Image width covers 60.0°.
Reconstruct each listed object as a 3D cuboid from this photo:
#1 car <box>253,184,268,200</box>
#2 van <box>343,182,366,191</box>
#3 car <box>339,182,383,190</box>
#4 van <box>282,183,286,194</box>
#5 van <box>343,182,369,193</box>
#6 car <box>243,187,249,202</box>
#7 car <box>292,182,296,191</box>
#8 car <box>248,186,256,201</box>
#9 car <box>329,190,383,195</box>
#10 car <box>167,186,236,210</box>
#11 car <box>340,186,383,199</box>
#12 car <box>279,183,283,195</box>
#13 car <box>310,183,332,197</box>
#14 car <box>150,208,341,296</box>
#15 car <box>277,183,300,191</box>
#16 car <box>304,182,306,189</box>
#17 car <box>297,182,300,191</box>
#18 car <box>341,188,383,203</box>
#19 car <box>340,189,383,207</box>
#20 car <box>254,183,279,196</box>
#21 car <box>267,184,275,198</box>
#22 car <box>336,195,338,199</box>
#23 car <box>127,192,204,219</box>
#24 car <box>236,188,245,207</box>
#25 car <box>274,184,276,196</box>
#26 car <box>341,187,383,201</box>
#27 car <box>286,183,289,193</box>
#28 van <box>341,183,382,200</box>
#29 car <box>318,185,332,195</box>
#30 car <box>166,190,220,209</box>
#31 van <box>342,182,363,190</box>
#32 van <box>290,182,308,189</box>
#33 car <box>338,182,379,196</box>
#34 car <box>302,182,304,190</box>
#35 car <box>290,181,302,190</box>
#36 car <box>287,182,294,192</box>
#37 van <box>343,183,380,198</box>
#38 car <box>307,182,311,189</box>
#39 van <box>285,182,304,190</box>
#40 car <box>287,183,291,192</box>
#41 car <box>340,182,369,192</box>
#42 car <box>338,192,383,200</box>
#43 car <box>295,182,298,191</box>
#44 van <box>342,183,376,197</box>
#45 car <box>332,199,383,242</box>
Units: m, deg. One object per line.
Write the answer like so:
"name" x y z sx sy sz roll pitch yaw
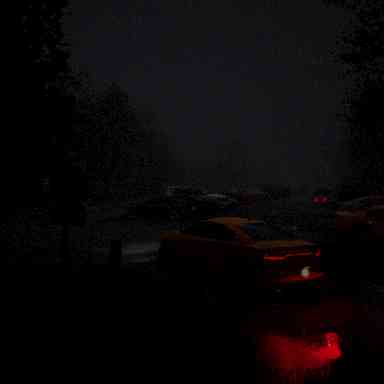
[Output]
"car" 5.931 0.212 39.943 5.366 1.575 1.946 1 3 24
"van" 36.454 -1.255 74.665 4.442 1.987 1.878 1 2 24
"car" 15.667 0.402 29.242 5.566 2.045 2.435 1 3 24
"van" 11.903 -0.484 52.315 4.442 1.987 1.878 1 2 24
"van" 31.863 -0.900 64.586 4.442 1.987 1.878 1 2 24
"car" 2.606 0.560 32.182 4.892 1.521 2.231 1 3 24
"car" 16.229 -0.621 62.549 5.366 1.575 1.946 1 2 24
"car" 3.581 0.440 34.785 5.366 1.575 1.946 1 3 24
"car" 13.177 0.872 24.305 5.366 1.575 1.946 1 3 24
"car" 0.324 0.534 27.113 5.566 2.045 2.435 1 3 24
"car" 22.528 0.036 44.369 5.008 1.535 2.097 1 2 24
"car" 10.673 -0.141 49.835 4.792 1.488 2.163 1 2 24
"car" 18.427 -0.060 47.293 2.128 1.511 4.902 1 2 24
"car" 0.898 1.383 8.501 1.882 1.535 5.008 2 -1 -31
"car" 20.970 -1.096 72.581 4.553 1.767 2.185 1 2 24
"car" 23.294 -1.148 77.625 5.008 1.535 2.097 1 2 24
"car" 18.692 -0.792 67.525 4.892 1.521 2.231 1 2 24
"car" 19.162 0.348 36.923 4.792 1.488 2.163 1 3 24
"car" 16.763 0.569 31.796 4.792 1.488 2.163 1 3 24
"car" 9.526 -0.205 47.306 4.553 1.767 2.185 1 2 24
"car" 7.368 0.116 42.202 5.366 1.575 1.946 1 3 24
"car" 11.024 1.133 19.204 4.792 1.488 2.163 1 3 24
"car" -2.028 1.040 22.101 4.792 1.488 2.163 1 3 24
"car" 1.618 0.672 29.583 5.366 1.575 1.946 1 3 24
"car" 8.340 0.016 44.798 4.892 1.521 2.231 1 3 24
"car" 20.256 0.252 39.323 4.792 1.488 2.163 1 2 24
"car" 12.920 -0.320 54.910 4.792 1.488 2.163 1 2 24
"van" 21.271 -0.099 41.873 4.442 1.987 1.878 1 2 24
"car" 22.694 -0.404 56.659 1.882 1.535 5.008 1 2 24
"car" -0.846 0.898 24.609 5.008 1.535 2.097 1 3 24
"van" 38.541 -1.436 79.808 4.442 1.987 1.878 1 2 24
"van" 28.937 -1.745 90.276 4.442 1.987 1.878 1 1 24
"car" 25.941 -0.481 51.932 5.566 2.045 2.435 1 2 24
"car" 22.120 -1.185 75.106 4.553 1.767 2.185 1 2 24
"car" 19.679 -0.887 70.124 5.366 1.575 1.946 1 2 24
"car" 15.221 -0.497 59.960 4.792 1.488 2.163 1 2 24
"van" 23.777 -0.276 46.834 4.442 1.987 1.878 1 2 24
"car" 26.775 -1.665 85.178 5.566 2.045 2.435 1 2 24
"van" 25.493 -1.553 82.714 4.442 1.987 1.878 1 2 24
"car" 14.071 -0.408 57.435 4.792 1.488 2.163 1 2 24
"car" 35.175 -1.194 72.204 5.566 2.045 2.435 1 2 24
"car" 9.983 1.086 16.767 4.553 1.767 2.185 1 3 24
"car" 17.554 -0.703 64.995 4.892 1.521 2.231 1 2 24
"van" 24.713 -0.368 49.450 4.442 1.987 1.878 1 2 24
"car" 8.802 1.323 14.267 5.008 1.535 2.097 1 3 24
